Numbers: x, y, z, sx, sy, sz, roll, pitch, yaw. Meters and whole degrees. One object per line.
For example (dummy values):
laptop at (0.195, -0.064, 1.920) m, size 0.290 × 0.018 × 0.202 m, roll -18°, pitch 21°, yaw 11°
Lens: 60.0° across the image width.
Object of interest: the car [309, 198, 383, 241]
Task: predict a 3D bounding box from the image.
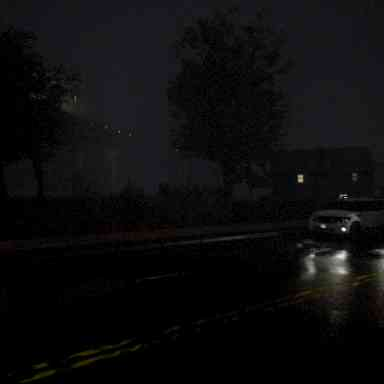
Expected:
car at (8.644, 1.331, 17.803) m, size 5.566 × 2.045 × 2.150 m, roll 0°, pitch 0°, yaw -35°
